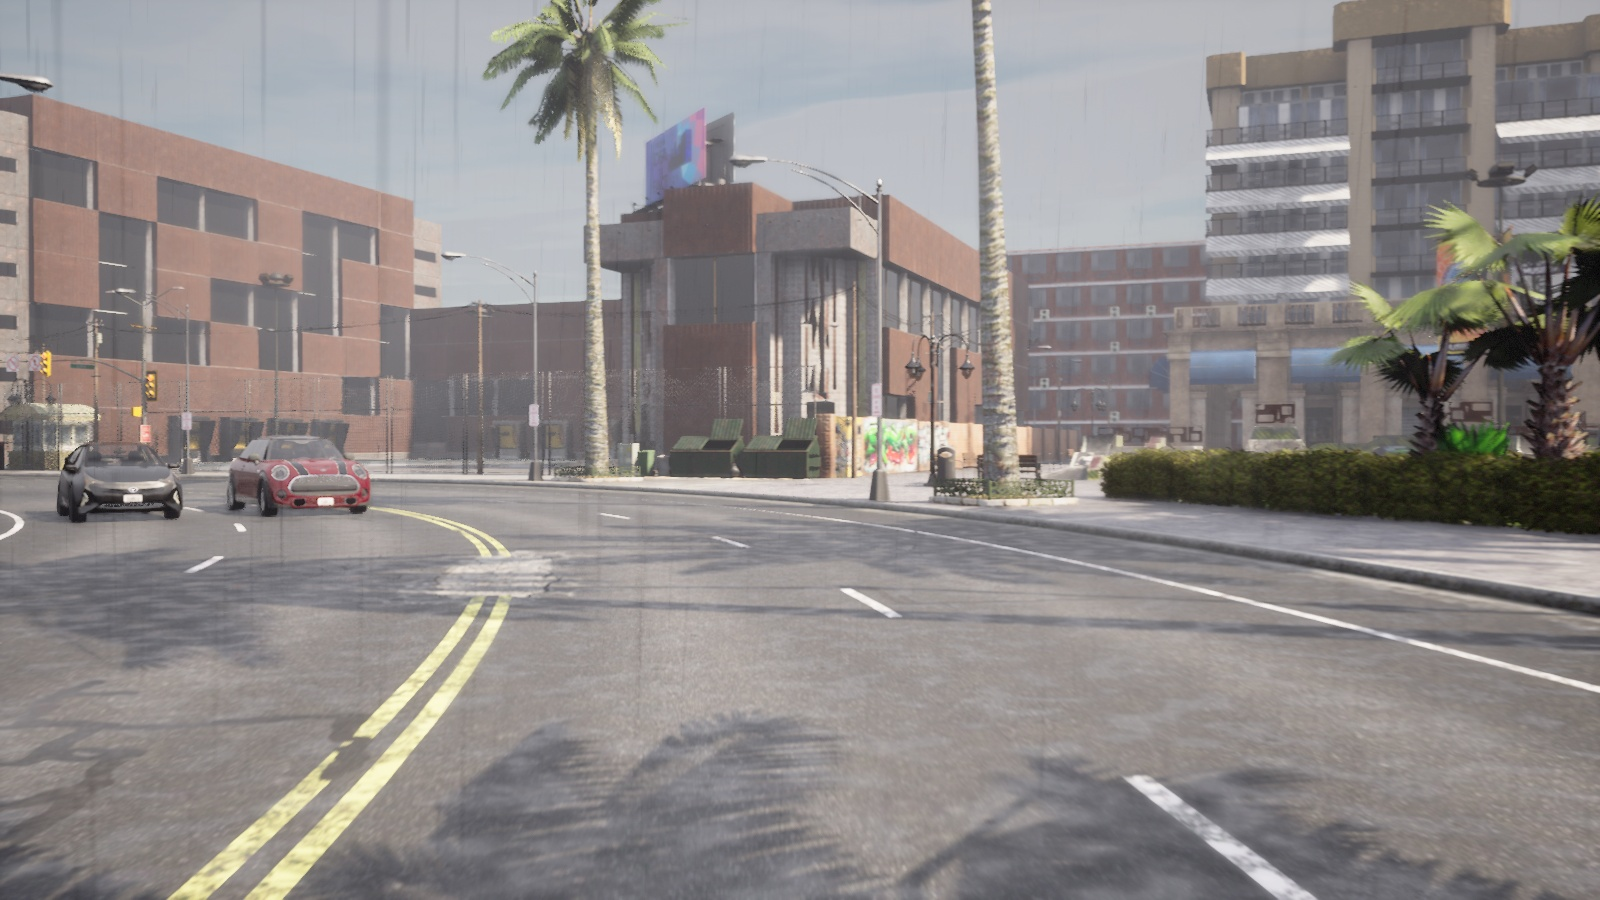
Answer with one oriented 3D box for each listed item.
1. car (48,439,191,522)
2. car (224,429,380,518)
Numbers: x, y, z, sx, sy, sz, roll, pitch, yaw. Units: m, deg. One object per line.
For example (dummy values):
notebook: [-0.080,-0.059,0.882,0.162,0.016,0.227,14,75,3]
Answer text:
car: [-13.844,0.546,25.417,2.007,1.525,4.514,0,0,-35]
car: [-10.902,0.448,27.303,2.097,1.767,4.553,0,0,-36]
